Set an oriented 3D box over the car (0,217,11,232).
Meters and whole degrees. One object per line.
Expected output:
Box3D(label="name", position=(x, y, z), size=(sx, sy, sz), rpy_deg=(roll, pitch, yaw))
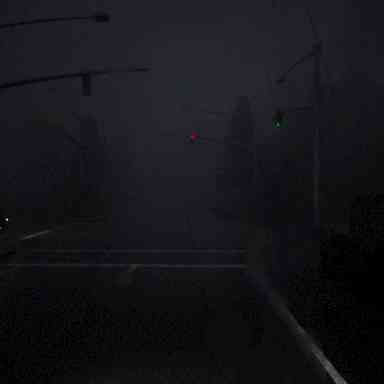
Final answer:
Box3D(label="car", position=(-12.270, 1.594, 17.592), size=(4.718, 1.301, 1.895), rpy_deg=(0, 0, 2))
